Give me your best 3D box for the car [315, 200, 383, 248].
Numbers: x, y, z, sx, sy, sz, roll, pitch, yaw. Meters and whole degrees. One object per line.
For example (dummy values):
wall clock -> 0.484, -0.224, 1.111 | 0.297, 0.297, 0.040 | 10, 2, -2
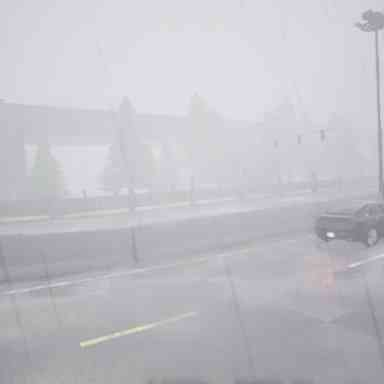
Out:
car -> 6.762, 1.086, 12.936 | 4.892, 1.490, 1.837 | -4, 2, -36
